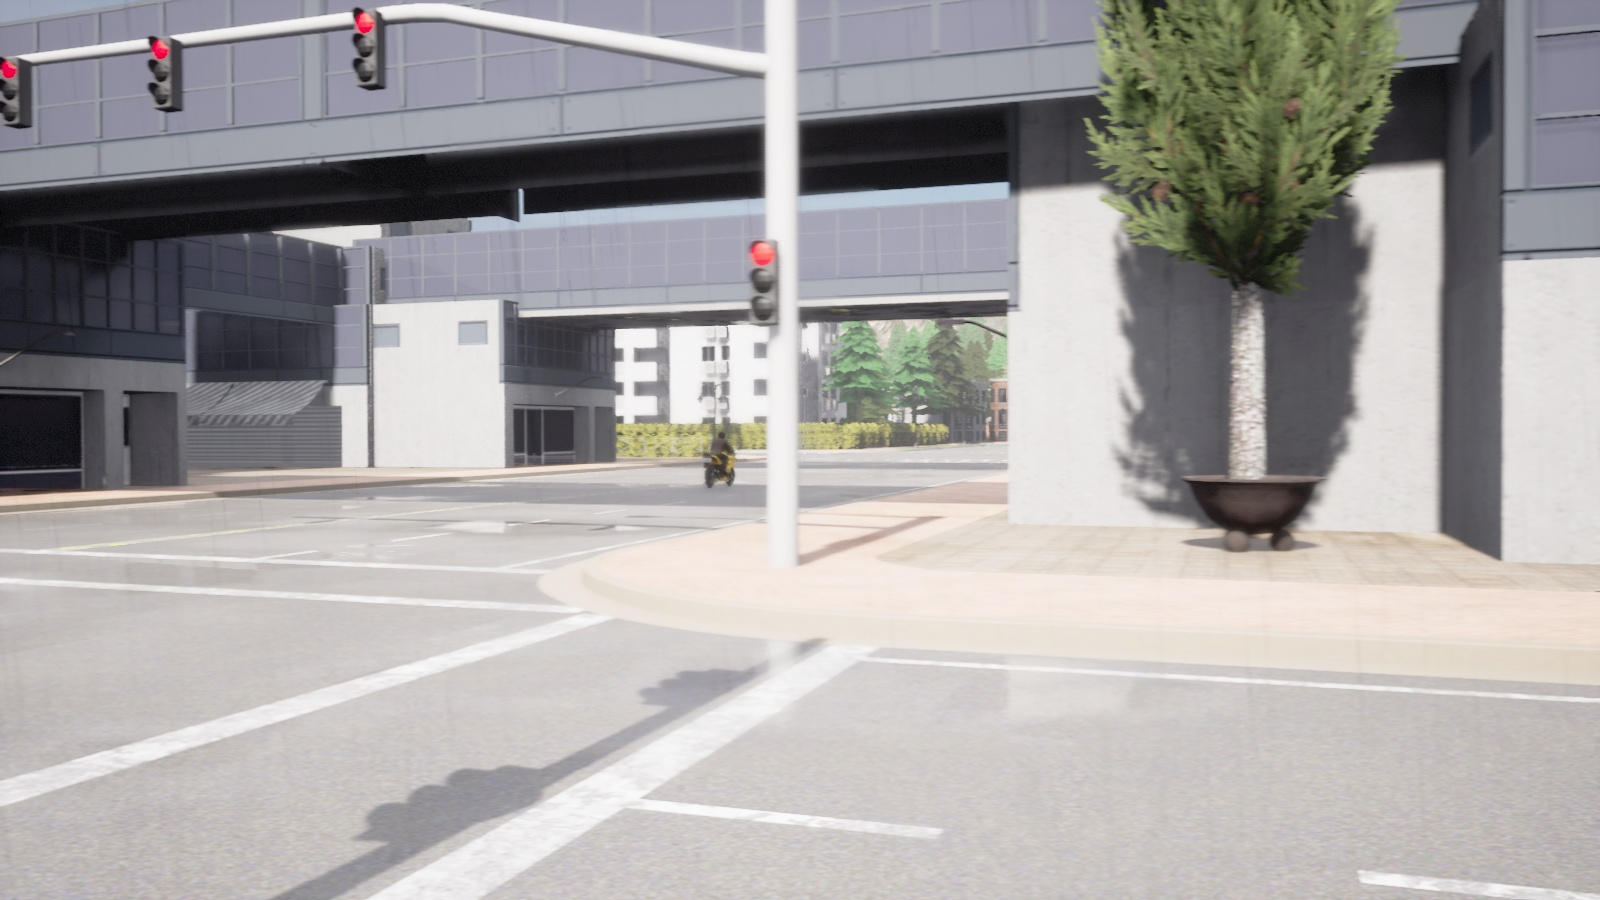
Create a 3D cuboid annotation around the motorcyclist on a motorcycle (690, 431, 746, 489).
[{"bbox_3d":[-2.211,0.253,34.186,0.797,1.523,2.044,1,1,19],"label":"motorcyclist on a motorcycle"}]
